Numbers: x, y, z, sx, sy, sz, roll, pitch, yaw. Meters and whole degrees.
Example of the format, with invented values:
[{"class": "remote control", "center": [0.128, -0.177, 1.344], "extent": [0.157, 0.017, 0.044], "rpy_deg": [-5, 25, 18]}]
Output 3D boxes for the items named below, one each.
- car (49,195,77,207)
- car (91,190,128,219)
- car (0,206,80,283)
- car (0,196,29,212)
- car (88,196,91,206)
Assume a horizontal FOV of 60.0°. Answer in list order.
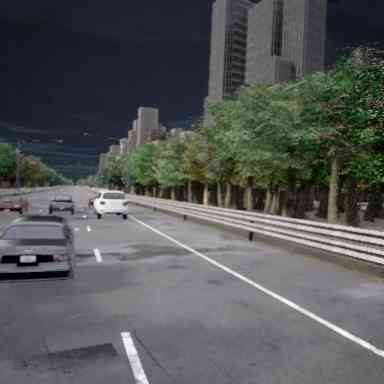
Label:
[{"class": "car", "center": [-10.513, 0.981, 27.078], "extent": [2.128, 1.511, 4.902], "rpy_deg": [3, 0, -20]}, {"class": "car", "center": [-6.291, 0.902, 25.632], "extent": [2.150, 2.045, 5.566], "rpy_deg": [3, 0, -19]}, {"class": "car", "center": [-4.130, 1.348, 9.051], "extent": [2.033, 1.411, 5.357], "rpy_deg": [3, 0, -20]}, {"class": "car", "center": [-13.578, 0.956, 25.245], "extent": [1.895, 1.301, 4.718], "rpy_deg": [3, 0, -20]}, {"class": "car", "center": [-11.468, 1.026, 40.015], "extent": [1.895, 1.301, 4.718], "rpy_deg": [3, 0, -19]}]
